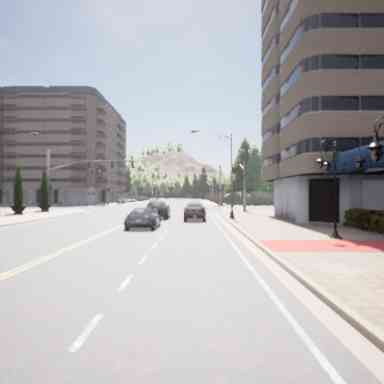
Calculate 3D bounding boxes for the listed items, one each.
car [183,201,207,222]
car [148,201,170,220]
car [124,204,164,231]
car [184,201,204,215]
[{"bbox_3d":[0.254,1.733,28.905,1.837,1.490,4.892,0,0,1],"label":"car"},{"bbox_3d":[-3.184,1.595,30.913,2.097,1.767,4.553,0,0,0],"label":"car"},{"bbox_3d":[-3.247,1.740,22.272,1.994,1.385,4.181,0,0,0],"label":"car"},{"bbox_3d":[0.269,1.793,38.264,2.128,1.511,4.902,0,0,0],"label":"car"}]
